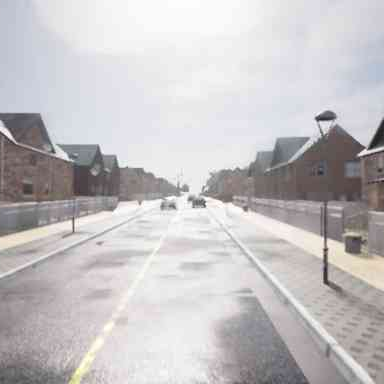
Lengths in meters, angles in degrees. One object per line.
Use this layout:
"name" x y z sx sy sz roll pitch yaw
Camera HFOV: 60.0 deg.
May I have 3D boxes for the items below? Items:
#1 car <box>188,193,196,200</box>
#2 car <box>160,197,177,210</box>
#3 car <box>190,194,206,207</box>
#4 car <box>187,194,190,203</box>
"car" 0.010 1.139 82.106 1.882 1.535 5.008 0 0 0
"car" -2.830 1.380 40.593 2.128 1.511 4.902 0 0 0
"car" 0.968 1.356 47.355 1.882 1.535 5.008 0 0 0
"car" 0.008 1.349 65.925 1.837 1.490 4.892 0 0 0
